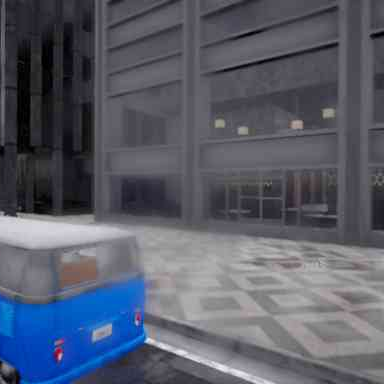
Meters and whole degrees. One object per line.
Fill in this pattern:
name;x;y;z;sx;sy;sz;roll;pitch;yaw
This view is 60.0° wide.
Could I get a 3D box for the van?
van;-2.492;1.293;4.742;3.998;1.788;1.690;1;0;35
